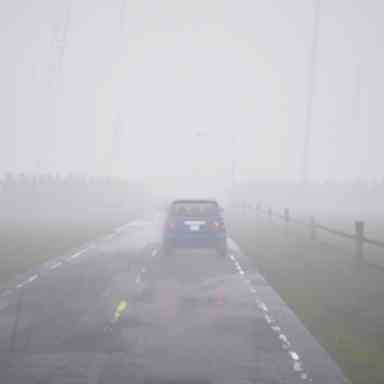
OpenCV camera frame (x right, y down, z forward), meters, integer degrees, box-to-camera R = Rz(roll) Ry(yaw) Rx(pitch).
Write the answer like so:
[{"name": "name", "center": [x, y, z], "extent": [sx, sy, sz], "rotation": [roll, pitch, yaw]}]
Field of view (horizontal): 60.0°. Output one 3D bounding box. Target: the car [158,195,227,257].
[{"name": "car", "center": [0.094, 1.213, 13.070], "extent": [2.150, 2.045, 5.566], "rotation": [0, 0, 0]}]

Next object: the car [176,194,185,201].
[{"name": "car", "center": [-2.747, 1.275, 78.021], "extent": [1.882, 1.535, 5.008], "rotation": [0, 0, 0]}]

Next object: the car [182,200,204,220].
[{"name": "car", "center": [0.094, 1.499, 29.475], "extent": [1.837, 1.490, 4.892], "rotation": [0, 0, 0]}]

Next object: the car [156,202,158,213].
[{"name": "car", "center": [-2.842, 1.475, 36.580], "extent": [1.882, 1.535, 5.008], "rotation": [0, 0, 0]}]
